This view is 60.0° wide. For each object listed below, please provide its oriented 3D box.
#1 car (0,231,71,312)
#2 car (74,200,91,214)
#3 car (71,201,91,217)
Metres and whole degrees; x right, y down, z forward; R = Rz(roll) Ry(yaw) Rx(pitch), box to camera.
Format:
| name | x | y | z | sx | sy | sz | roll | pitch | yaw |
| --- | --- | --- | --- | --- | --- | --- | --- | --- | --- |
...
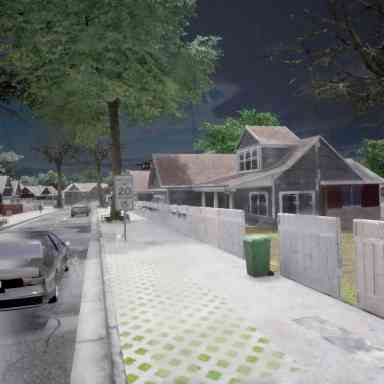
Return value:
| name | x | y | z | sx | sy | sz | roll | pitch | yaw |
| --- | --- | --- | --- | --- | --- | --- | --- | --- | --- |
| car | -4.103 | 1.671 | 8.101 | 2.033 | 1.411 | 5.357 | -2 | 0 | -16 |
| car | -15.543 | 2.076 | 47.497 | 2.097 | 1.767 | 4.553 | -2 | -1 | -16 |
| car | -12.730 | 2.026 | 38.001 | 2.128 | 1.511 | 4.902 | -2 | -1 | -16 |
